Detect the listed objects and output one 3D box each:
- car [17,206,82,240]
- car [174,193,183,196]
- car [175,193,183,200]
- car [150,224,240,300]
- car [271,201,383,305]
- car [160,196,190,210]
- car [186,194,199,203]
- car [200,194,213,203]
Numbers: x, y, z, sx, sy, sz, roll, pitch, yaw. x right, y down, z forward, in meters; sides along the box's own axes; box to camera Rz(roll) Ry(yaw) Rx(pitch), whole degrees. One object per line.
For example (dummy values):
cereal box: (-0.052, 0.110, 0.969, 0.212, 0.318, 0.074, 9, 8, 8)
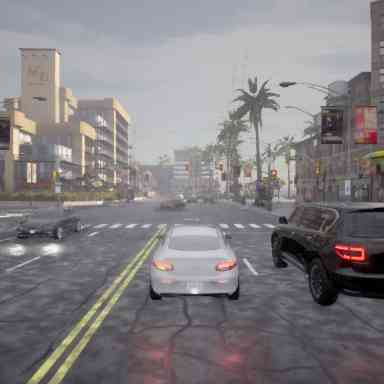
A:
car: (-7.111, 1.505, 17.074, 1.837, 1.490, 4.892, 1, 0, -2)
car: (-3.574, 1.553, 71.265, 1.994, 1.385, 4.181, 0, 0, 0)
car: (-3.599, 1.225, 91.812, 2.150, 2.045, 5.566, 0, 0, 0)
car: (0.061, 1.526, 8.289, 1.812, 1.442, 4.674, 0, 0, 0)
car: (3.559, 1.221, 8.232, 2.150, 2.045, 5.566, 0, 0, 0)
car: (-2.466, 1.564, 43.920, 1.994, 1.385, 4.181, 0, 0, 30)
car: (-0.001, 1.599, 70.972, 1.895, 1.301, 4.718, 0, 0, 0)
car: (3.469, 1.354, 72.226, 2.097, 1.767, 4.553, 0, 0, 0)
